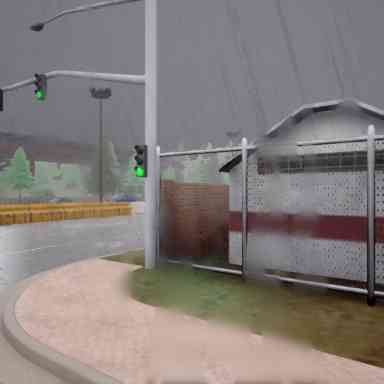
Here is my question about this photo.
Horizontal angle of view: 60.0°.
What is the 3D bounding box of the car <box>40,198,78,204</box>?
[{"bbox_3d":[-15.929,1.505,39.646,1.837,1.490,4.892,0,0,34],"label":"car"}]
